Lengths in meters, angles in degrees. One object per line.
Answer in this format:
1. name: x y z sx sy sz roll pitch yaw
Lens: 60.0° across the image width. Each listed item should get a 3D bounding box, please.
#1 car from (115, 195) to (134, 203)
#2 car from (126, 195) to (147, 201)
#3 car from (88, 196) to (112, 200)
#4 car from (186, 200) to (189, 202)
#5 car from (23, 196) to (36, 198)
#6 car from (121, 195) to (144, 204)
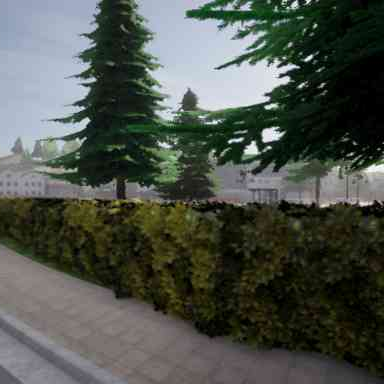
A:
1. car: -15.614 1.659 77.373 3.866 1.878 1.905 0 0 -39
2. car: -9.463 1.810 58.508 3.806 1.475 1.970 0 0 -39
3. car: -23.693 1.849 87.292 5.027 1.636 2.152 0 0 -39
4. car: -1.827 1.766 60.884 3.633 1.501 1.845 0 0 -39
5. car: -39.154 1.836 78.747 4.605 1.855 1.932 0 0 -39
6. car: -13.459 1.654 75.380 4.605 1.855 1.932 0 0 -39
